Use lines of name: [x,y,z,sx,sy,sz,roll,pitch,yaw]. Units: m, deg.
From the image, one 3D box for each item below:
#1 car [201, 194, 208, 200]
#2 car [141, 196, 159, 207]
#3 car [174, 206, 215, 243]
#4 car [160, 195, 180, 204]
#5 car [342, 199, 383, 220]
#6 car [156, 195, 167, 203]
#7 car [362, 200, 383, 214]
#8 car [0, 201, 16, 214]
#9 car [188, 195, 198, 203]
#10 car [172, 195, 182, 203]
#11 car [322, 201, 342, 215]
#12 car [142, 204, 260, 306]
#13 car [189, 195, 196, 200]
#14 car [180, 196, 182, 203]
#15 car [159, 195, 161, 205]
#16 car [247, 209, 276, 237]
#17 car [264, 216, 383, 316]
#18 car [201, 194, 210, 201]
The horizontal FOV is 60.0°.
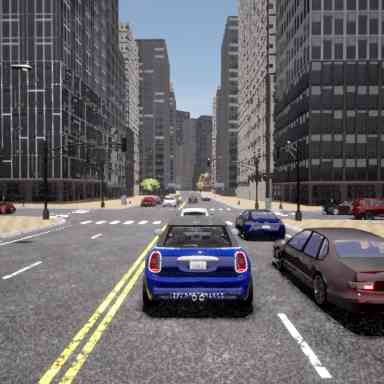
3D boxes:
car: [3.396,1.267,90.034,1.812,1.442,4.674,0,0,0]
car: [-6.510,1.442,50.051,1.882,1.535,5.008,0,0,0]
car: [0.127,1.517,17.015,1.812,1.442,4.674,0,0,0]
car: [-3.261,1.490,49.802,1.812,1.442,4.674,0,0,0]
car: [16.248,1.519,28.807,5.009,1.841,2.192,1,0,1]
car: [-6.387,1.418,70.348,1.882,1.535,5.008,0,0,0]
car: [21.870,1.643,37.084,4.829,1.417,1.752,1,0,1]
car: [-19.341,1.408,32.038,4.181,1.385,1.994,1,1,1]
car: [0.212,1.431,69.116,2.128,1.511,4.902,0,0,0]
car: [-3.138,1.418,69.709,1.882,1.535,5.008,0,0,0]
car: [16.065,1.614,34.604,4.892,1.490,1.837,0,1,0]
car: [0.113,1.348,8.158,2.097,1.767,4.553,0,0,0]
car: [0.146,1.450,90.042,2.033,1.411,5.357,0,0,0]
car: [-3.230,1.501,59.493,2.033,1.411,5.357,0,0,0]
car: [-6.479,1.500,59.978,2.033,1.411,5.357,0,0,0]
car: [3.376,1.555,17.057,1.994,1.385,4.181,0,0,0]
car: [3.362,1.544,7.817,2.033,1.411,5.357,0,0,0]
car: [3.381,1.514,80.062,1.895,1.301,4.718,0,0,0]
